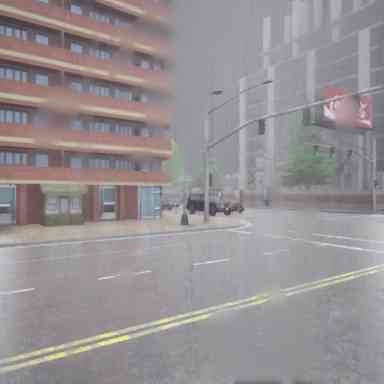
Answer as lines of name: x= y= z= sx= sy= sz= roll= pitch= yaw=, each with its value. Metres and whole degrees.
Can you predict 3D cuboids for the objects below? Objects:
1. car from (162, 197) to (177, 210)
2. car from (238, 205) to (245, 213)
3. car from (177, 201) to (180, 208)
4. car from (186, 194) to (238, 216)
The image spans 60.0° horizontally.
car: x=-4.259 y=1.352 z=41.259 sx=2.097 sy=1.767 sz=4.553 roll=0 pitch=0 yaw=-35
car: x=3.562 y=1.601 z=36.187 sx=1.895 sy=1.301 sz=4.718 roll=0 pitch=0 yaw=-35
car: x=-3.517 y=1.490 z=46.305 sx=2.128 sy=1.511 sz=4.902 roll=0 pitch=0 yaw=-35
car: x=1.639 y=1.222 z=32.829 sx=2.150 sy=2.045 sz=5.566 roll=0 pitch=0 yaw=-35
